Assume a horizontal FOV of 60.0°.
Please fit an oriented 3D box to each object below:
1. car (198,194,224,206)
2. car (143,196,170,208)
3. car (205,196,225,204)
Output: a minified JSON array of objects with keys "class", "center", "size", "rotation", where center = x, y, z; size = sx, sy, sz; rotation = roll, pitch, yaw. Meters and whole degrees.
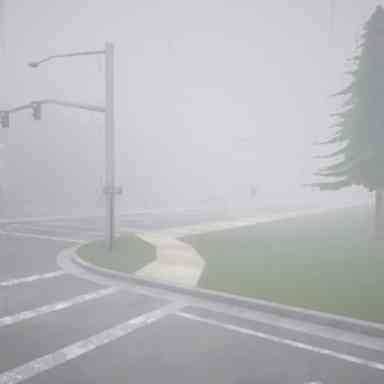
[{"class":"car","center":[3.250,1.324,57.019],"size":[2.150,2.045,5.566],"rotation":[0,0,35]},{"class":"car","center":[-5.442,1.463,50.760],"size":[2.097,1.767,4.553],"rotation":[0,0,35]},{"class":"car","center":[4.489,1.583,64.775],"size":[1.994,1.385,4.181],"rotation":[0,0,35]}]
